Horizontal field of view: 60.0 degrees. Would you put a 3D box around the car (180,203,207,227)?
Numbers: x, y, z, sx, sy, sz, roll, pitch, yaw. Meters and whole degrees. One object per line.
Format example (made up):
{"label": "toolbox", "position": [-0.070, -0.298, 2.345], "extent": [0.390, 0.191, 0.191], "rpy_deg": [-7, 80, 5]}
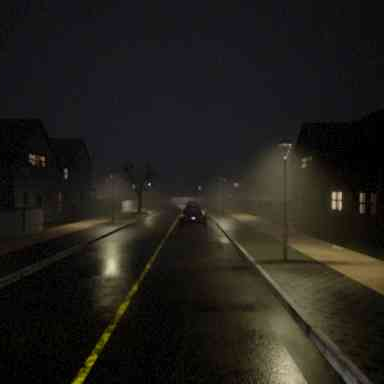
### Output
{"label": "car", "position": [0.100, 1.780, 24.781], "extent": [1.994, 1.385, 4.181], "rpy_deg": [0, -1, 0]}

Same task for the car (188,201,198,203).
{"label": "car", "position": [0.097, 1.887, 41.429], "extent": [1.812, 1.442, 4.674], "rpy_deg": [0, -1, 0]}
